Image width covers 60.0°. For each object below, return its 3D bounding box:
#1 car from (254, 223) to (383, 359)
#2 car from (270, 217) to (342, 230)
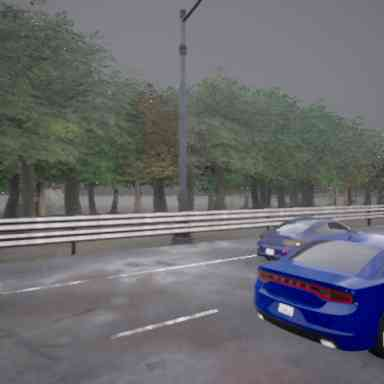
[{"bbox_3d":[3.339,1.494,6.055,5.008,1.535,1.882,0,0,-35],"label":"car"},{"bbox_3d":[4.132,1.550,10.859,4.674,1.442,1.812,0,0,-35],"label":"car"}]
